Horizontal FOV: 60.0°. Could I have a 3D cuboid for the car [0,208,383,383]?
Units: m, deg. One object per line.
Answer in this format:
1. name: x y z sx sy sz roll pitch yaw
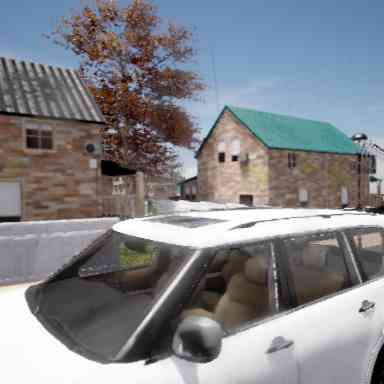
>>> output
1. car: 0.068 1.221 3.102 5.566 2.045 2.150 0 0 -35
